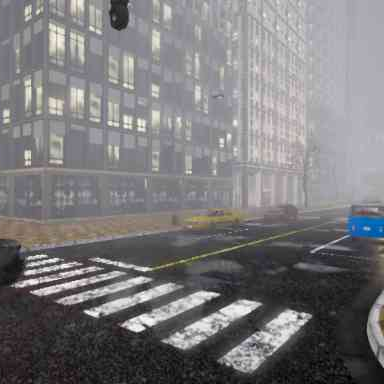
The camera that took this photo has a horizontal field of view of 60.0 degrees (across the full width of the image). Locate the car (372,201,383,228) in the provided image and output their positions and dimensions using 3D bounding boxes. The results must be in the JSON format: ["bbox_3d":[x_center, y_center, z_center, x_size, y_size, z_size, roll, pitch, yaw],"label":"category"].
[{"bbox_3d":[13.679,1.470,22.531,1.967,1.590,4.097,0,0,38],"label":"car"}]

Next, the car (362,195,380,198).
[{"bbox_3d":[31.178,1.374,58.208,2.192,1.841,5.009,0,0,38],"label":"car"}]

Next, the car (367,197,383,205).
[{"bbox_3d":[34.570,1.618,62.617,2.008,1.369,4.403,0,0,38],"label":"car"}]

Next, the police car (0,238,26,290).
[{"bbox_3d":[-5.833,1.425,5.984,1.930,1.638,5.238,0,0,38],"label":"police car"}]

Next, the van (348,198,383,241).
[{"bbox_3d":[8.719,1.365,15.901,1.690,1.788,3.998,0,0,38],"label":"van"}]

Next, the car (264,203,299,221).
[{"bbox_3d":[7.433,1.596,27.337,1.802,1.307,4.206,0,0,38],"label":"car"}]

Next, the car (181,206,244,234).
[{"bbox_3d":[1.328,1.532,19.612,1.752,1.417,4.829,0,0,38],"label":"car"}]
